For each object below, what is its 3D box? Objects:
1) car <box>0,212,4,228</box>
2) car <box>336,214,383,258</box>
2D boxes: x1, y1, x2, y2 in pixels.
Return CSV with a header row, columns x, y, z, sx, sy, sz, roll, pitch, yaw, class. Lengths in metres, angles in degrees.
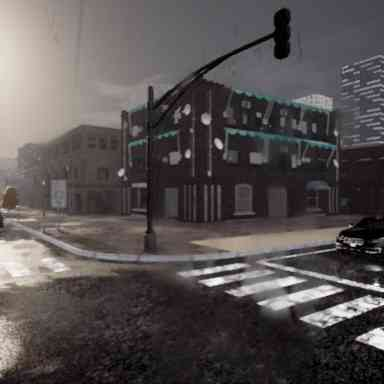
x,y,z,sx,sy,sz,roll,pitch,yaw,class
-14.605,1.835,23.899,2.008,1.369,4.403,-1,0,-35,car
7.642,1.641,13.135,4.892,1.490,1.837,1,0,-36,car
